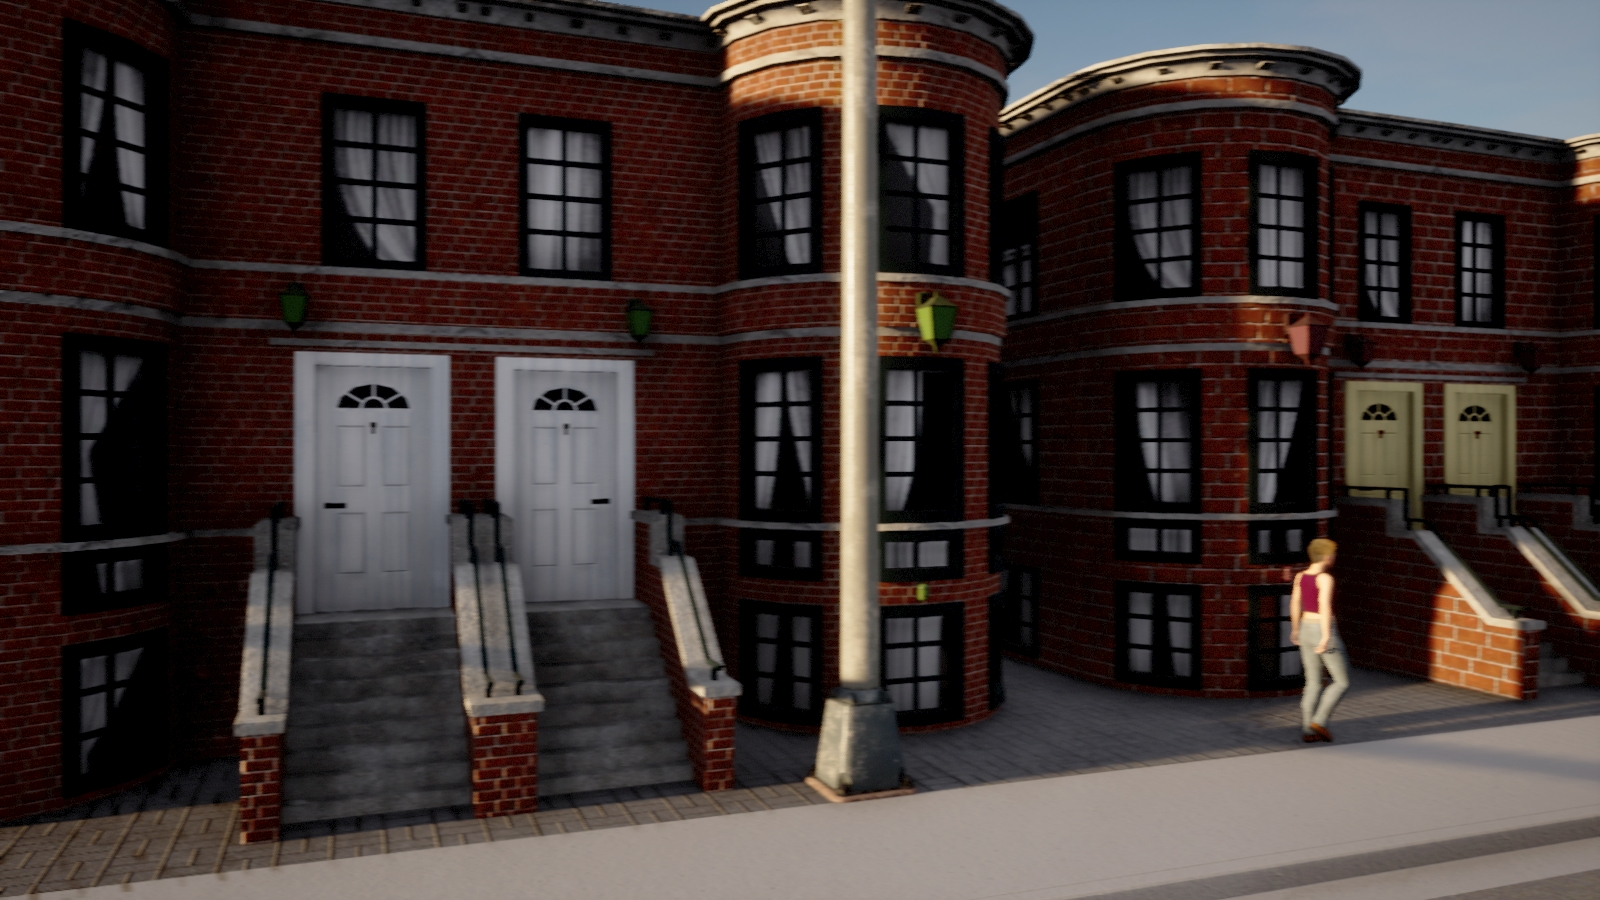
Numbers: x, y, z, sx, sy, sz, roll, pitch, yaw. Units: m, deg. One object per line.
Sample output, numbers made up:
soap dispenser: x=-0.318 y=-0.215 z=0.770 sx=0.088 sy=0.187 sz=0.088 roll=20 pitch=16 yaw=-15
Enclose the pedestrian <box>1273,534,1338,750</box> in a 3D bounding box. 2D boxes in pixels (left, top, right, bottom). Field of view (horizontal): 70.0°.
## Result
pedestrian: x=4.528 y=1.698 z=10.240 sx=0.375 sy=1.860 sz=0.375 roll=0 pitch=0 yaw=-16
